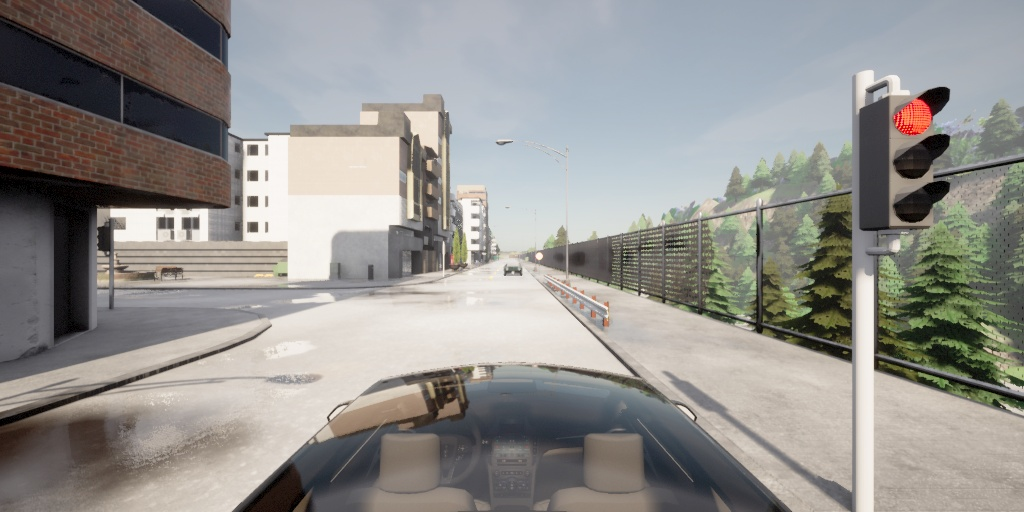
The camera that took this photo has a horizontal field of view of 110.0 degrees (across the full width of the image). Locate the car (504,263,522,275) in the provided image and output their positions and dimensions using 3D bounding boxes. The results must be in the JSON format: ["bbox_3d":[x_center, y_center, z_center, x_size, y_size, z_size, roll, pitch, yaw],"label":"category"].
[{"bbox_3d":[0.112,1.351,38.277,1.895,1.301,4.718,0,0,0],"label":"car"}]
